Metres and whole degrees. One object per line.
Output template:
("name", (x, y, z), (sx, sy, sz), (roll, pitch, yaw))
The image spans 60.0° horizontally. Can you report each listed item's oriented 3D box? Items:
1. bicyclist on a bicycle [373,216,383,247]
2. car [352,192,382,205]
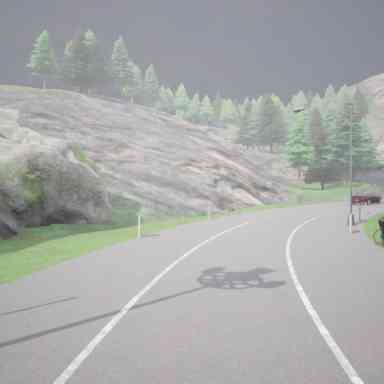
("bicyclist on a bicycle", (7.949, 1.368, 13.114), (0.582, 1.620, 1.656), (-3, -1, -34))
("car", (21.321, 0.741, 40.599), (5.008, 1.535, 1.882), (-2, 1, -38))
